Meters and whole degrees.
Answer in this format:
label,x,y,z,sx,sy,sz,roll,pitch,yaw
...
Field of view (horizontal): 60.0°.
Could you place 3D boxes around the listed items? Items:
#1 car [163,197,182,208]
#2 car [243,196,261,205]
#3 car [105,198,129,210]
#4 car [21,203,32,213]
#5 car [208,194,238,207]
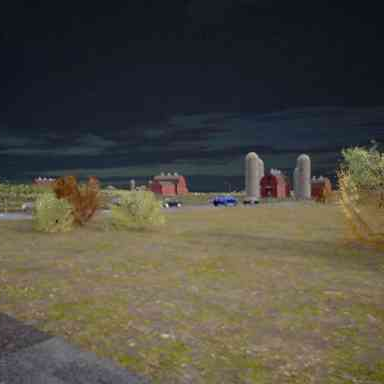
label,x,y,z,sx,sy,sz,roll,pitch,yaw
car,-3.483,1.584,49.383,1.837,1.490,4.892,0,-1,36
car,11.591,1.646,64.175,2.097,1.767,4.553,0,-1,36
car,-9.250,1.476,41.386,1.837,1.490,4.892,0,-1,36
car,-14.723,1.360,33.800,2.128,1.511,4.902,0,-1,35
car,5.587,1.401,55.785,2.150,2.045,5.566,0,-1,36
